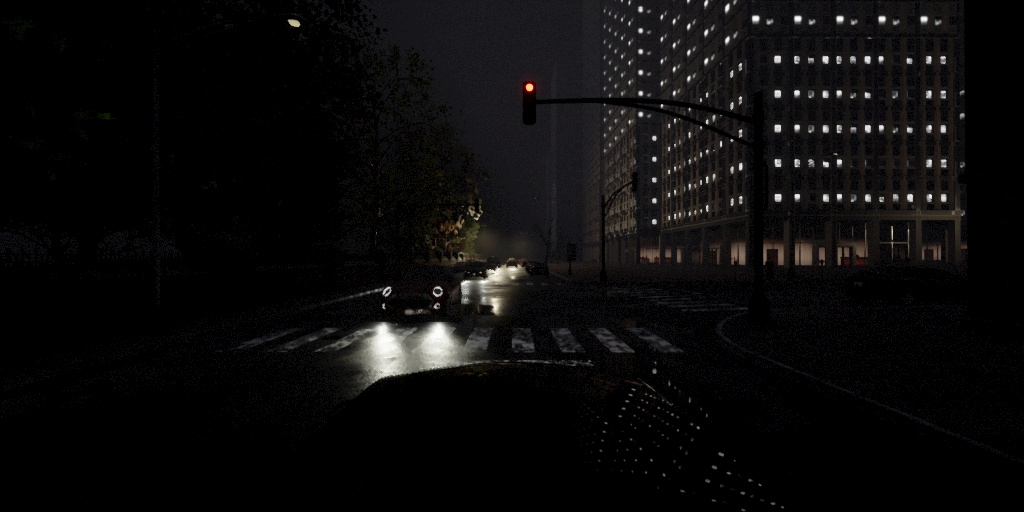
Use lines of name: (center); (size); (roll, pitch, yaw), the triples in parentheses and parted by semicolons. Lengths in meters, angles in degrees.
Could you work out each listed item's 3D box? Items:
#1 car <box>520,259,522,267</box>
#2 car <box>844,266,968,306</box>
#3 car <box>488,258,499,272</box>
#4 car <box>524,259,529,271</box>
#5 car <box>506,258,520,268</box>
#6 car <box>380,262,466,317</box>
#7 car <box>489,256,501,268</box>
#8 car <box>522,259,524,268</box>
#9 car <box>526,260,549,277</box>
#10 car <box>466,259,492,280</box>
car: (2.669, 1.331, 63.794); (1.888, 1.381, 4.507); (0, 0, 0)
car: (14.681, 1.025, 13.052); (4.313, 1.339, 1.948); (0, 0, 0)
car: (-3.110, 1.334, 47.011); (1.994, 1.385, 4.181); (0, 0, 0)
car: (2.676, 1.330, 41.264); (1.948, 1.339, 4.313); (0, 0, 0)
car: (-0.021, 1.262, 62.083); (1.882, 1.535, 5.008); (0, 0, 0)
car: (-3.105, 1.103, 13.063); (2.097, 1.767, 4.553); (0, 0, 0)
car: (-3.080, 1.003, 61.238); (2.150, 2.045, 5.566); (0, 0, 1)
car: (2.674, 1.335, 46.896); (1.948, 1.339, 4.313); (0, 0, 0)
car: (2.677, 1.327, 35.631); (1.948, 1.339, 4.313); (0, 0, 0)
car: (-3.110, 1.264, 31.910); (1.837, 1.490, 4.892); (0, 0, 0)
